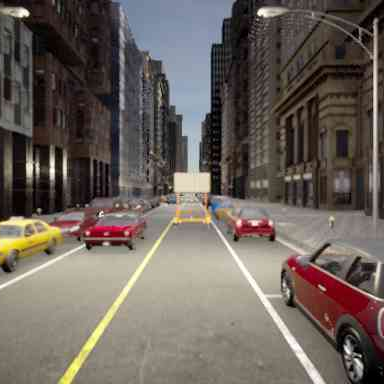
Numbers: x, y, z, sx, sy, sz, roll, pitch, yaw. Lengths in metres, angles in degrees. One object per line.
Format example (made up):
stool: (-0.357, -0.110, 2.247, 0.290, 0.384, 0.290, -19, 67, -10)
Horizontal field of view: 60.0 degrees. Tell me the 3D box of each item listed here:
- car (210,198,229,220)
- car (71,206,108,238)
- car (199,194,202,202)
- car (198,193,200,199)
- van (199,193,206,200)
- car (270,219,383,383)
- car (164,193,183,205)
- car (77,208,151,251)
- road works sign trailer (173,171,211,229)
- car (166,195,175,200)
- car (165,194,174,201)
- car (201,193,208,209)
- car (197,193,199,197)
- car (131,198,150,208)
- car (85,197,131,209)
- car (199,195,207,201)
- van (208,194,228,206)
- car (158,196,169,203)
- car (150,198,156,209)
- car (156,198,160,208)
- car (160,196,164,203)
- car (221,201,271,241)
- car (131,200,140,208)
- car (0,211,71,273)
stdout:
car: (2.765, 1.501, 27.866, 1.752, 1.417, 4.829, 0, 0, 0)
car: (-5.762, 1.567, 16.479, 1.802, 1.307, 4.206, 0, 0, 0)
car: (2.769, 1.276, 55.704, 2.192, 1.841, 5.009, 0, 0, 0)
car: (2.772, 1.399, 66.908, 1.967, 1.590, 4.097, 0, 0, 0)
van: (2.776, 1.296, 89.314, 1.690, 1.788, 3.998, 0, 0, 0)
car: (2.761, 1.435, 5.289, 1.967, 1.590, 4.097, 0, 0, 0)
car: (-3.051, 1.313, 55.842, 2.097, 1.767, 4.553, 0, 0, 0)
car: (-3.097, 1.588, 14.286, 1.895, 1.301, 4.718, 0, 0, 0)
road works sign trailer: (0.004, 0.445, 21.536, 2.380, 3.560, 2.880, 0, 0, 0)
car: (-5.749, 1.500, 89.306, 1.887, 1.381, 4.507, 0, 0, 0)
car: (-5.750, 1.396, 83.704, 1.967, 1.590, 4.097, 0, 0, 0)
car: (2.767, 1.280, 44.501, 2.192, 1.841, 5.009, 0, 0, 0)
car: (2.774, 1.397, 78.111, 1.967, 1.590, 4.097, 0, 0, 0)
car: (-5.759, 1.412, 33.285, 1.967, 1.590, 4.097, 0, 0, 0)
car: (-5.761, 1.295, 22.081, 2.192, 1.841, 5.009, 0, 0, 0)
car: (2.775, 1.538, 83.713, 1.802, 1.307, 4.206, 0, 0, 0)
van: (2.766, 1.312, 33.298, 1.690, 1.788, 3.998, 0, 0, 0)
car: (-5.753, 1.504, 66.898, 1.887, 1.381, 4.507, 0, 0, 0)
car: (-5.758, 1.519, 38.888, 2.008, 1.369, 4.403, 0, 0, 0)
car: (-5.757, 1.531, 44.490, 1.947, 1.339, 4.313, 0, 0, 0)
car: (-5.756, 1.529, 50.091, 1.947, 1.339, 4.313, 0, 0, 0)
car: (2.763, 1.425, 16.492, 1.967, 1.590, 4.097, 0, 0, 0)
car: (-5.760, 1.558, 27.684, 1.802, 1.307, 4.206, 0, 0, 0)
car: (-5.763, 1.516, 10.707, 1.752, 1.417, 4.829, 0, 0, 0)
